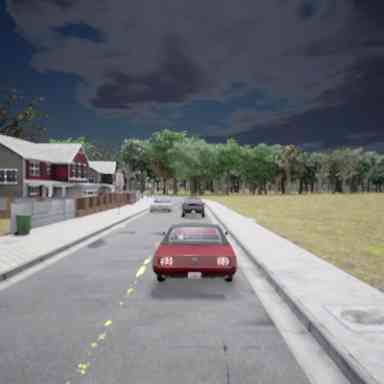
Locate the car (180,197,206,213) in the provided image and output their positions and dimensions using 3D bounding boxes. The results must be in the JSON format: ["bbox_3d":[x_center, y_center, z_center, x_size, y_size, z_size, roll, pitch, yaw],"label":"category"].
[{"bbox_3d":[0.097,1.207,27.453,1.837,1.490,4.892,0,1,0],"label":"car"}]

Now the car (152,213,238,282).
[{"bbox_3d":[0.094,1.498,9.406,1.895,1.301,4.718,0,1,1],"label":"car"}]

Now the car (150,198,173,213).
[{"bbox_3d":[-2.856,1.260,31.486,1.895,1.301,4.718,0,1,0],"label":"car"}]
